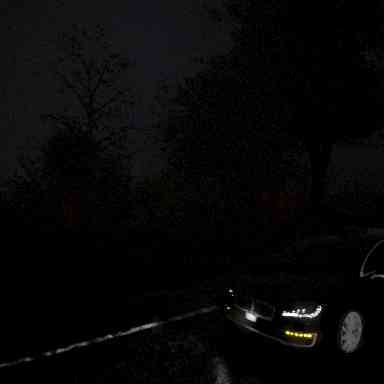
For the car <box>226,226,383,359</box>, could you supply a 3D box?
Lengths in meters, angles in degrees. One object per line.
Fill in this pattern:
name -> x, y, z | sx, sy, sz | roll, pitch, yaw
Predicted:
car -> 2.783, 1.439, 5.972 | 4.892, 1.490, 1.837 | -1, 0, -35
